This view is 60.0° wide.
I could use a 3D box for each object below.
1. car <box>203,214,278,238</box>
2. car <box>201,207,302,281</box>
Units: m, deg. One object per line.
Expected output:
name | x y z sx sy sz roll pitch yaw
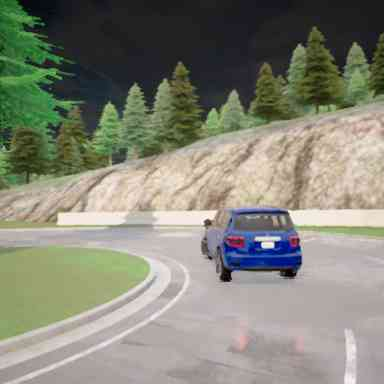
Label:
car | 3.110 2.159 22.205 4.718 1.301 1.895 -3 -2 44
car | 1.706 1.501 11.027 2.150 2.045 5.566 0 -2 -4
